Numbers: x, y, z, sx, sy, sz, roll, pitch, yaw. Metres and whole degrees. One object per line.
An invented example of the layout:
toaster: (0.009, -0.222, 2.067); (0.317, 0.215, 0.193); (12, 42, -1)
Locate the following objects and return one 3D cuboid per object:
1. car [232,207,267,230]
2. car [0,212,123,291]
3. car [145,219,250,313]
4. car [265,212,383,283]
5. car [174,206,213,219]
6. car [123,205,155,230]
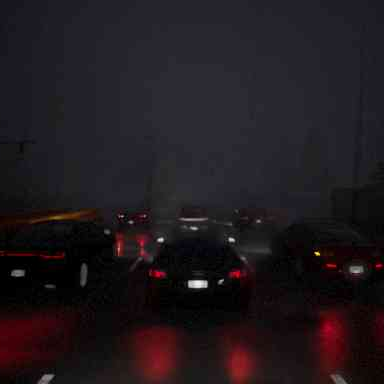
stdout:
car: (3.598, 1.558, 19.938); (1.994, 1.385, 4.181); (0, 0, 0)
car: (-3.400, 1.476, 8.990); (1.882, 1.535, 5.008); (0, -1, 0)
car: (0.100, 1.562, 7.748); (1.994, 1.385, 4.181); (0, 0, 0)
car: (3.598, 1.523, 9.574); (1.812, 1.442, 4.674); (0, 0, 0)
car: (0.099, 1.487, 17.696); (2.128, 1.511, 4.902); (0, 0, 0)
car: (-3.419, 1.520, 20.950); (1.812, 1.442, 4.674); (0, 0, 0)
